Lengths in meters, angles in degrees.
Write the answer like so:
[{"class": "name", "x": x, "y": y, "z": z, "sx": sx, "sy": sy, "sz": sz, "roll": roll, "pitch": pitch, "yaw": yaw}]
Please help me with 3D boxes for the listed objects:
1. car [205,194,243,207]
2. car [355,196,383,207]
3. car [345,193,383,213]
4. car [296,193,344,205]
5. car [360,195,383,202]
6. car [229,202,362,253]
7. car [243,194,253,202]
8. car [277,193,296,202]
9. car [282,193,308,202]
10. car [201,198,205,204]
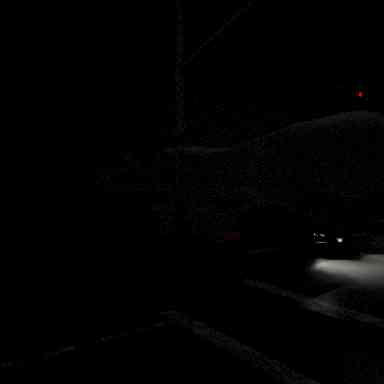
[{"class": "car", "x": 4.287, "y": 1.298, "z": 45.202, "sx": 2.007, "sy": 1.523, "sz": 4.514, "roll": 0, "pitch": 0, "yaw": -36}, {"class": "car", "x": 26.288, "y": 1.298, "z": 47.888, "sx": 2.007, "sy": 1.523, "sz": 4.514, "roll": 0, "pitch": 0, "yaw": -36}, {"class": "car", "x": 17.730, "y": 1.077, "z": 32.860, "sx": 1.905, "sy": 1.878, "sz": 3.866, "roll": 0, "pitch": 0, "yaw": -36}, {"class": "car", "x": 15.780, "y": 1.097, "z": 41.161, "sx": 1.932, "sy": 1.855, "sz": 4.605, "roll": 0, "pitch": 0, "yaw": -36}, {"class": "car", "x": 37.680, "y": 1.384, "z": 69.648, "sx": 1.970, "sy": 1.475, "sz": 3.806, "roll": 0, "pitch": 0, "yaw": -36}, {"class": "car", "x": 3.683, "y": 1.314, "z": 12.921, "sx": 1.837, "sy": 1.490, "sz": 4.892, "roll": 1, "pitch": 0, "yaw": -27}, {"class": "car", "x": 8.131, "y": 1.154, "z": 57.084, "sx": 2.152, "sy": 1.636, "sz": 5.027, "roll": 0, "pitch": 0, "yaw": -36}, {"class": "car", "x": 18.496, "y": 1.077, "z": 64.585, "sx": 1.905, "sy": 1.878, "sz": 3.866, "roll": 0, "pitch": 0, "yaw": -36}, {"class": "car", "x": 20.608, "y": 1.097, "z": 66.623, "sx": 1.932, "sy": 1.855, "sz": 4.605, "roll": 0, "pitch": 0, "yaw": -36}, {"class": "car", "x": 3.122, "y": 1.232, "z": 53.060, "sx": 1.970, "sy": 1.475, "sz": 3.806, "roll": 0, "pitch": 0, "yaw": -36}]
